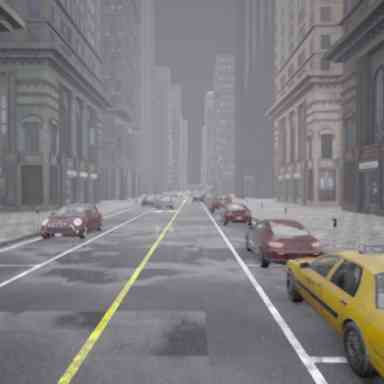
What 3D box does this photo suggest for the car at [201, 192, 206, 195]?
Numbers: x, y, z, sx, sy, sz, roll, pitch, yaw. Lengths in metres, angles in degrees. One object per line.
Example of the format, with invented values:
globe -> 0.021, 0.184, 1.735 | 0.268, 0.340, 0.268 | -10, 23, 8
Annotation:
car -> 2.852, 1.115, 55.679 | 1.752, 1.417, 4.829 | 0, 0, 0

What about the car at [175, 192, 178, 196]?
car -> -2.869, 0.558, 79.343 | 2.128, 1.511, 4.902 | 0, 0, 0

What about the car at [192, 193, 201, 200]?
car -> 1.002, 0.921, 72.899 | 1.801, 1.575, 5.366 | 0, 0, 0

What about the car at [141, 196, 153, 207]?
car -> -5.692, 1.217, 44.315 | 1.887, 1.381, 4.507 | 0, 0, 0

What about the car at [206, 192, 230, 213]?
car -> 2.814, 1.069, 33.102 | 2.192, 1.841, 5.009 | 0, 0, 0

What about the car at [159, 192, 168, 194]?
car -> -5.673, 1.142, 55.519 | 2.008, 1.369, 4.403 | 0, 0, 0

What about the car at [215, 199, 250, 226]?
car -> 2.796, 1.381, 21.900 | 1.887, 1.381, 4.507 | 0, 0, 0

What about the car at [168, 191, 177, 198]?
car -> -5.610, 0.623, 94.732 | 2.192, 1.841, 5.009 | 0, 0, 0

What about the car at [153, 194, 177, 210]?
car -> -3.030, 1.244, 38.061 | 1.812, 1.442, 4.674 | 0, 0, 0

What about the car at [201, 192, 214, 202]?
car -> 2.860, 0.865, 61.110 | 2.192, 1.841, 5.009 | 0, 0, 0

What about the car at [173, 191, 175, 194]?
car -> -5.637, 0.869, 77.926 | 1.967, 1.590, 4.097 | 0, 0, 0

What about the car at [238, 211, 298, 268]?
car -> 2.778, 1.502, 10.697 | 1.802, 1.307, 4.206 | 0, 0, 0

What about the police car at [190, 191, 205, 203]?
police car -> 0.994, 1.007, 56.819 | 1.930, 1.638, 5.238 | 0, 0, 0

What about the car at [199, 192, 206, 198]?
car -> 2.916, 0.748, 94.720 | 1.967, 1.590, 4.097 | 0, 0, 0

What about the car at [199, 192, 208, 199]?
car -> 2.898, 0.829, 83.517 | 1.967, 1.590, 4.097 | 0, 0, 0

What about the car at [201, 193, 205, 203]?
car -> 2.843, 1.183, 49.908 | 2.008, 1.369, 4.403 | 0, 0, 0

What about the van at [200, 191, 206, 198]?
van -> 2.906, 0.689, 89.118 | 1.690, 1.788, 3.998 | 0, 0, 0

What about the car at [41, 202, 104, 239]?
car -> -5.738, 1.318, 16.305 | 1.967, 1.590, 4.097 | 0, 0, 0

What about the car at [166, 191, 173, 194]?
car -> -5.656, 0.825, 66.722 | 2.192, 1.841, 5.009 | 0, 0, 0

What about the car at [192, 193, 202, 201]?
car -> 1.010, 1.015, 66.709 | 1.837, 1.490, 4.892 | 0, 0, 0

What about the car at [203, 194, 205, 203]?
car -> 2.833, 1.238, 44.306 | 1.947, 1.339, 4.313 | 0, 0, 0

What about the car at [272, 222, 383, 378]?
car -> 2.769, 1.485, 5.265 | 1.752, 1.417, 4.829 | 0, 0, 0
